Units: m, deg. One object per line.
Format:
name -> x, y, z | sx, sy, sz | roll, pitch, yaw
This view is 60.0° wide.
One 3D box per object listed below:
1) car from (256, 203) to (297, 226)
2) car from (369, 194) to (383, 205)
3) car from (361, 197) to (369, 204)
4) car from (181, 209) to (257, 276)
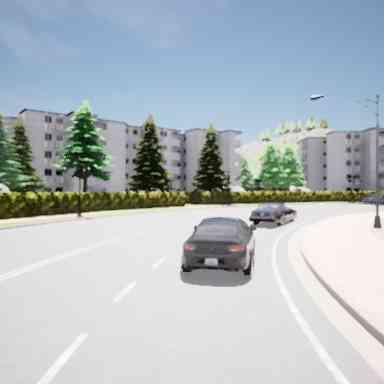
car -> 5.561, 1.415, 22.379 | 2.033, 1.411, 5.357 | 0, 0, 31
car -> 28.394, 1.217, 47.381 | 4.892, 1.490, 1.837 | 0, 0, -13
car -> 28.332, 1.045, 50.939 | 4.553, 1.767, 2.097 | 0, 0, -12
car -> 0.931, 1.466, 10.107 | 1.812, 1.442, 4.674 | 0, 0, 12
